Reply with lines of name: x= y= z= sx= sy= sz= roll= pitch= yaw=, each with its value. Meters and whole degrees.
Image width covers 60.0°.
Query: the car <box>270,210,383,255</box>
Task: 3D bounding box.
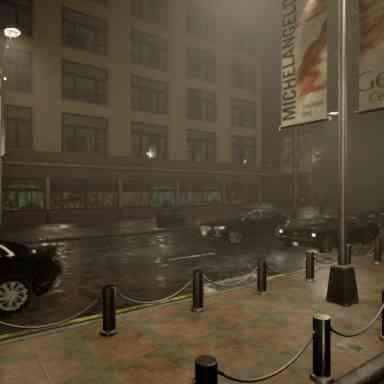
car: x=5.612 y=1.601 z=13.564 sx=4.718 sy=1.301 sz=1.895 roll=0 pitch=0 yaw=-36

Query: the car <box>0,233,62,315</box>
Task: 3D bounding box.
car: x=-4.950 y=1.505 z=5.976 sx=4.892 sy=1.490 sz=1.837 roll=0 pitch=0 yaw=-36

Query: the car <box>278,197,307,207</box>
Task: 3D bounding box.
car: x=15.087 y=1.491 z=50.853 sx=2.128 sy=1.511 sz=4.902 roll=0 pitch=0 yaw=-37

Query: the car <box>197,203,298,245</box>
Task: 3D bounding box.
car: x=2.511 y=1.492 z=15.646 sx=4.902 sy=1.511 sz=2.128 roll=0 pitch=0 yaw=-36

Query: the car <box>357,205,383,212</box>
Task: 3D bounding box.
car: x=12.433 y=1.564 z=22.810 sx=4.181 sy=1.385 sz=1.994 roll=0 pitch=0 yaw=-36
